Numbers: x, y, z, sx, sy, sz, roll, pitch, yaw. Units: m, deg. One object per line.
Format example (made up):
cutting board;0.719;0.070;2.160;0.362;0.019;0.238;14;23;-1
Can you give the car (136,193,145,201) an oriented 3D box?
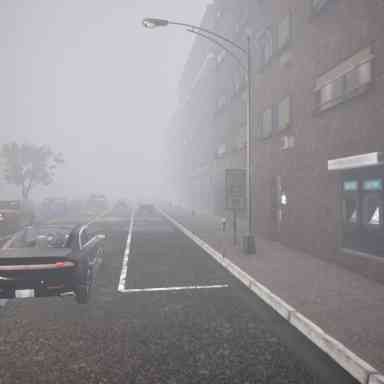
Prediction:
car;-12.898;1.276;82.617;2.192;1.841;5.009;1;0;-9

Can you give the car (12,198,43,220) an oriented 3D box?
car;-10.963;1.327;19.952;2.192;1.841;5.009;0;0;-9

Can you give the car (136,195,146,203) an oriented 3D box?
car;-11.045;1.416;71.478;1.967;1.590;4.097;1;0;-9

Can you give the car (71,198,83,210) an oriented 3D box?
car;-14.673;1.590;42.231;1.802;1.307;4.206;0;0;-9

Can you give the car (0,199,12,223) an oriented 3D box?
car;-10.035;1.325;14.382;2.192;1.841;5.009;0;0;-9

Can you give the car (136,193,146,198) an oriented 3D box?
car;-10.118;1.422;65.909;1.967;1.590;4.097;0;0;-9

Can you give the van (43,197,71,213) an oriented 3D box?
van;-12.817;1.353;31.091;1.690;1.788;3.998;0;0;-9

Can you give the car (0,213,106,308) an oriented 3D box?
car;-3.210;1.495;7.989;2.128;1.511;4.902;0;0;-9

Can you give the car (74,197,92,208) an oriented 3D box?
car;-15.573;1.529;47.633;1.752;1.417;4.829;0;0;-9

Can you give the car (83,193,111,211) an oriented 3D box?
car;-11.946;1.227;42.188;2.150;2.045;5.566;0;0;-9

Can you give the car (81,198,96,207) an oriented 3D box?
car;-16.528;1.581;53.371;1.802;1.307;4.206;1;0;-9

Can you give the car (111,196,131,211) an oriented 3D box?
car;-8.687;1.530;41.280;1.812;1.442;4.674;0;0;-9

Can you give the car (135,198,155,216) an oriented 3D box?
car;-4.555;1.556;32.487;2.008;1.369;4.403;0;0;-9

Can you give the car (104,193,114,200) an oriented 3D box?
car;-23.016;1.264;92.359;2.192;1.841;5.009;1;0;-9

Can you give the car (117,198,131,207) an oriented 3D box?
car;-10.370;1.599;51.143;1.895;1.301;4.718;0;0;-9
